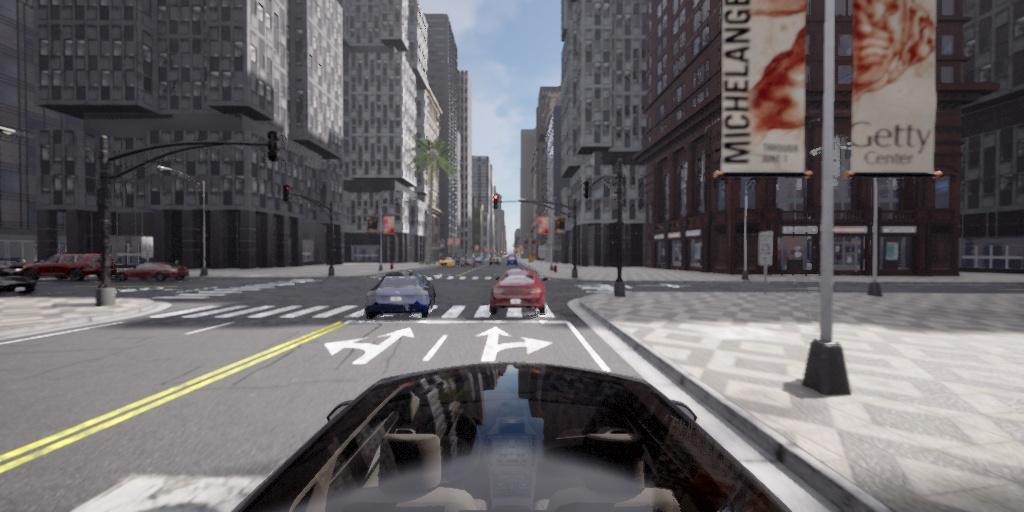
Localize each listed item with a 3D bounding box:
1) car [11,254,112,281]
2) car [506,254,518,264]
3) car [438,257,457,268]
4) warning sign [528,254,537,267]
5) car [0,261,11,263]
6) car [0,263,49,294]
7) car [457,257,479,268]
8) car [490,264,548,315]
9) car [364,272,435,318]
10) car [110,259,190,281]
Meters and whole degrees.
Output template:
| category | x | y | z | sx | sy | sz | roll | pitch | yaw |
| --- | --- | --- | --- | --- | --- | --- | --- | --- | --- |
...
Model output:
| category | x | y | z | sx | sy | sz | roll | pitch | yaw |
| --- | --- | --- | --- | --- | --- | --- | --- | --- | --- |
| car | -30.698 | 0.775 | 25.001 | 5.009 | 1.841 | 2.192 | 0 | 0 | -1 |
| car | 0.044 | 0.937 | 63.932 | 1.882 | 1.535 | 5.008 | 0 | 0 | 1 |
| car | -9.800 | 0.939 | 53.944 | 1.882 | 1.535 | 5.008 | 0 | 0 | 0 |
| warning sign | 2.866 | 0.579 | 51.162 | 1.300 | 1.860 | 1.060 | 0 | 0 | 0 |
| car | -36.336 | 1.010 | 24.916 | 4.313 | 1.339 | 1.948 | 0 | 0 | -1 |
| car | -24.933 | 1.153 | 16.563 | 4.313 | 1.339 | 1.948 | 0 | 0 | -1 |
| car | -6.549 | 1.026 | 54.008 | 1.994 | 1.385 | 4.181 | 0 | 0 | 0 |
| car | 0.333 | 1.191 | 13.147 | 1.812 | 1.442 | 4.674 | 0 | 1 | 6 |
| car | -3.818 | 1.234 | 12.663 | 1.994 | 1.385 | 4.181 | 0 | 0 | -11 |
| car | -25.060 | 1.061 | 25.087 | 4.207 | 1.307 | 1.802 | 0 | 0 | -1 |
